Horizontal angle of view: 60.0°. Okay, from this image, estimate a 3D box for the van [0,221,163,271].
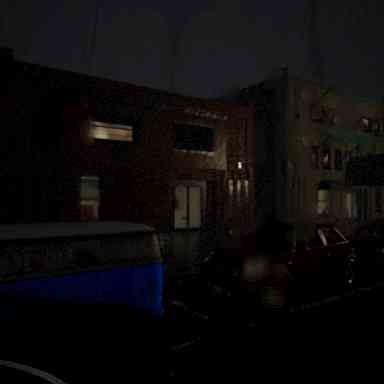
[{"bbox_3d":[-2.362,1.359,4.867,3.998,1.788,1.690,1,-1,-35],"label":"van"}]

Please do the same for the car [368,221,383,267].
[{"bbox_3d":[6.700,1.678,11.268,4.507,1.381,1.887,1,-1,-35],"label":"car"}]

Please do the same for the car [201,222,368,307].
[{"bbox_3d":[2.169,1.516,8.068,4.097,1.590,1.967,1,-1,-35],"label":"car"}]

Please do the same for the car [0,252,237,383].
[{"bbox_3d":[-2.326,1.486,1.714,4.902,1.511,2.128,1,-1,-35],"label":"car"}]
